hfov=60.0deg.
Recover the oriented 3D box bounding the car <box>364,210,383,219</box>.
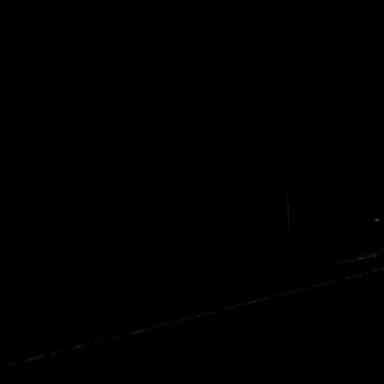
[{"bbox_3d":[29.264,3.594,53.069,1.882,1.535,5.008,-1,-3,3],"label":"car"}]
